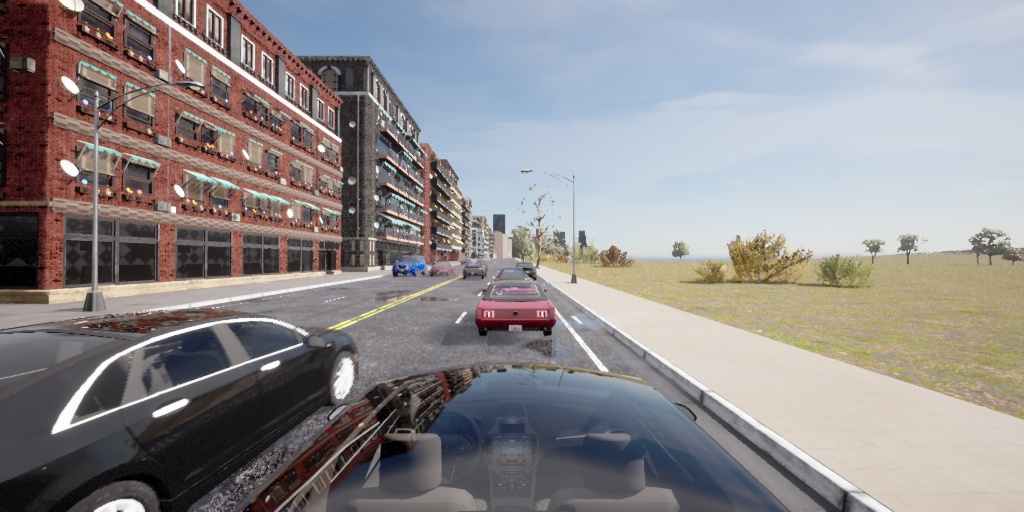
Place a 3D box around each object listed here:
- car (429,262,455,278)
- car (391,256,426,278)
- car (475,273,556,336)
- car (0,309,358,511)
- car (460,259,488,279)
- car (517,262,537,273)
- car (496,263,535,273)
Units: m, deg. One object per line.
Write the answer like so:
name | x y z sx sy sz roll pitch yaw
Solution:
car | -6.689 1.281 34.735 1.812 1.442 4.674 0 0 0
car | -9.939 0.977 35.092 2.150 2.045 5.566 0 0 0
car | 0.078 1.353 10.362 1.895 1.301 4.718 0 0 0
car | -3.157 1.254 3.338 1.837 1.490 4.892 0 0 0
car | -3.230 1.247 32.078 2.128 1.511 4.902 0 0 0
car | 1.062 1.261 30.386 1.837 1.490 4.892 0 0 0
car | 0.042 1.318 20.393 1.994 1.385 4.181 0 0 0
